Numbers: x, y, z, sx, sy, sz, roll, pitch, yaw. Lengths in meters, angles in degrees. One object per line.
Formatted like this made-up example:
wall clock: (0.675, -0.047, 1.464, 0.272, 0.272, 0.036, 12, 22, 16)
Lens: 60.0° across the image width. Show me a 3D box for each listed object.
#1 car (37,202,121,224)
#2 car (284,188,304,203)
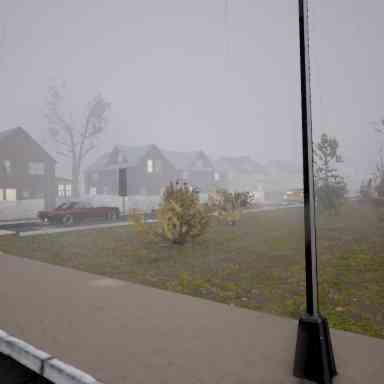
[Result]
car: (-6.772, 1.253, 20.489, 1.895, 1.301, 4.718, -2, -1, 43)
car: (13.915, 0.594, 42.302, 1.882, 1.535, 5.008, -2, -1, 44)
